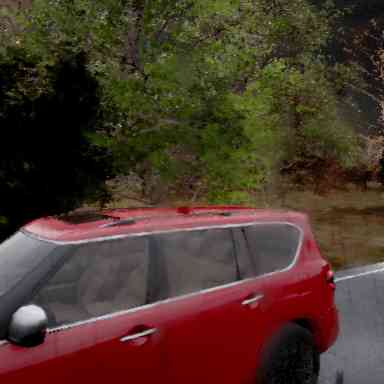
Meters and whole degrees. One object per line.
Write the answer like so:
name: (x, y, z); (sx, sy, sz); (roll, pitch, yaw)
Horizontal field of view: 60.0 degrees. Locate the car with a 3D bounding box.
car: (-0.869, 1.207, 3.258); (5.566, 2.045, 2.150); (0, 0, -35)
